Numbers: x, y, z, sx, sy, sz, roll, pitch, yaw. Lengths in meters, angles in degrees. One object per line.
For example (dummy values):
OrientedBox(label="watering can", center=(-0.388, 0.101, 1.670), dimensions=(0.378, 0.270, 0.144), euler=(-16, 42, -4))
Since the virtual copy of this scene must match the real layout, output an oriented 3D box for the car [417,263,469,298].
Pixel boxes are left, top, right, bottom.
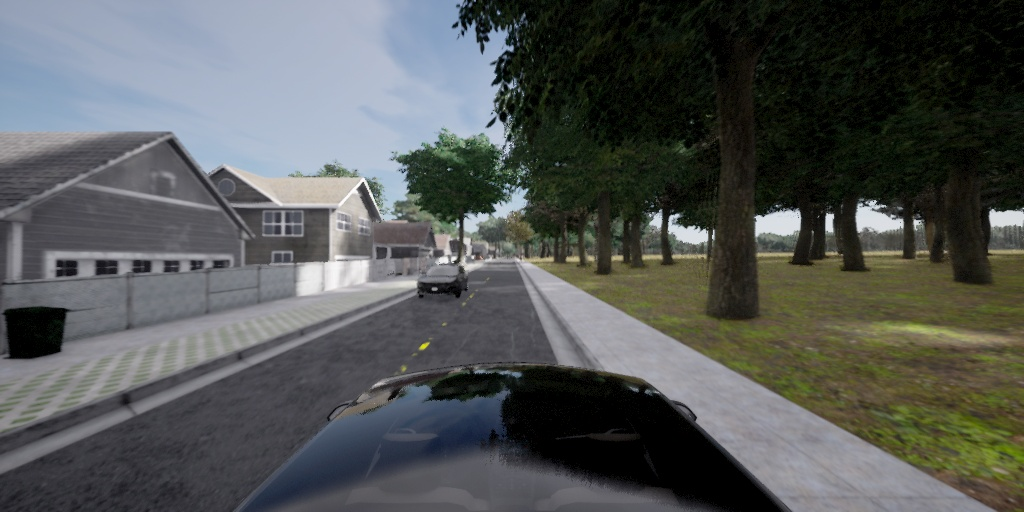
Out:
OrientedBox(label="car", center=(-3.277, 1.116, 17.703), dimensions=(1.882, 1.535, 5.008), euler=(0, 0, 0))
